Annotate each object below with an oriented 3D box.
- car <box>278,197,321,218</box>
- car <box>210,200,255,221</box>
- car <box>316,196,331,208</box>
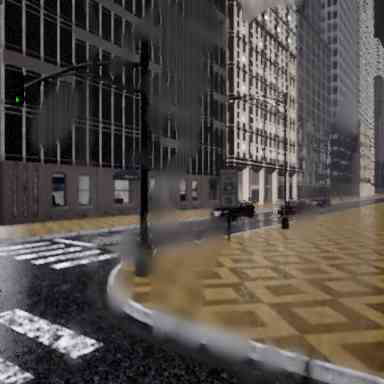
[{"bbox_3d":[9.211,1.431,28.935,2.033,1.411,5.357,0,0,37],"label":"car"},{"bbox_3d":[3.258,1.398,26.123,2.128,1.511,4.902,0,0,37],"label":"car"},{"bbox_3d":[17.284,1.328,44.873,2.128,1.511,4.902,0,0,37],"label":"car"}]
